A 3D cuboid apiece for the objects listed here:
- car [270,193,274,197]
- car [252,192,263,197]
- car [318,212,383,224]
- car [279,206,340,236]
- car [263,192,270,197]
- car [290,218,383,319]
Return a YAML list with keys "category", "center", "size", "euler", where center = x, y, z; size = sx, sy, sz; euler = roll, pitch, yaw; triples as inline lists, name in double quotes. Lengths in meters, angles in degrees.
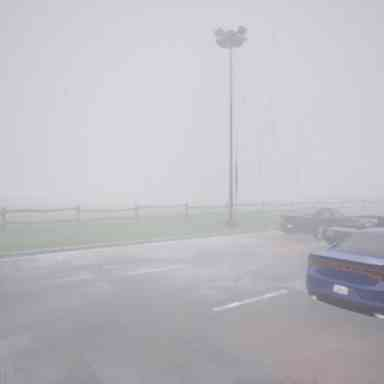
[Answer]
- category: "car"
  center: [21.175, 1.012, 92.481]
  size: [2.150, 2.045, 5.566]
  euler: [0, 0, -36]
- category: "car"
  center: [15.505, 1.333, 88.375]
  size: [2.033, 1.411, 5.357]
  euler: [0, 0, -36]
- category: "car"
  center: [7.369, 1.589, 13.304]
  size: [4.718, 1.301, 1.895]
  euler: [0, 0, -36]
- category: "car"
  center: [6.625, 1.464, 17.074]
  size: [5.008, 1.535, 1.882]
  euler: [0, 0, -35]
- category: "car"
  center: [18.331, 1.342, 90.440]
  size: [1.994, 1.385, 4.181]
  euler: [0, 0, -36]
- category: "car"
  center: [4.474, 1.471, 6.940]
  size: [5.008, 1.535, 1.882]
  euler: [0, 0, -36]
